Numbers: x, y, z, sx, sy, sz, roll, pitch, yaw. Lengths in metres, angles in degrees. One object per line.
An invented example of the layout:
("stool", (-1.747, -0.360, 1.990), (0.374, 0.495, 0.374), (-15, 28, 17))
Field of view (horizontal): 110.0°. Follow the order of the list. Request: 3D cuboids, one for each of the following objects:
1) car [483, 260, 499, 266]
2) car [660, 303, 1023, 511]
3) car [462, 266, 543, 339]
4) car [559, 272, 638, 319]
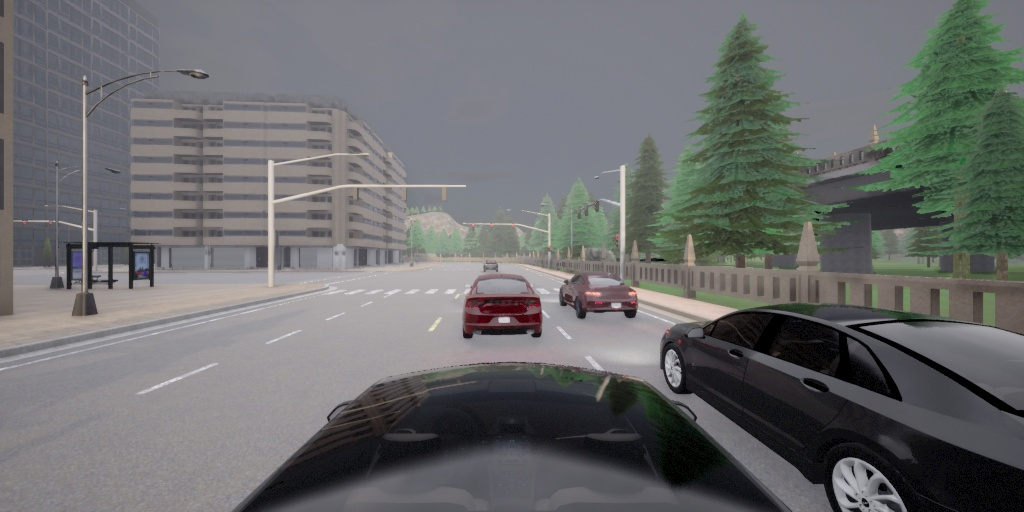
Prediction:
("car", (-2.703, 1.242, 45.767), (2.128, 1.511, 4.902), (0, 0, -4))
("car", (3.257, 1.255, 3.775), (1.837, 1.490, 4.892), (0, 0, 0))
("car", (-0.341, 1.228, 10.190), (1.882, 1.535, 5.008), (0, 0, -4))
("car", (2.922, 1.276, 12.765), (1.812, 1.442, 4.674), (0, 0, -3))
